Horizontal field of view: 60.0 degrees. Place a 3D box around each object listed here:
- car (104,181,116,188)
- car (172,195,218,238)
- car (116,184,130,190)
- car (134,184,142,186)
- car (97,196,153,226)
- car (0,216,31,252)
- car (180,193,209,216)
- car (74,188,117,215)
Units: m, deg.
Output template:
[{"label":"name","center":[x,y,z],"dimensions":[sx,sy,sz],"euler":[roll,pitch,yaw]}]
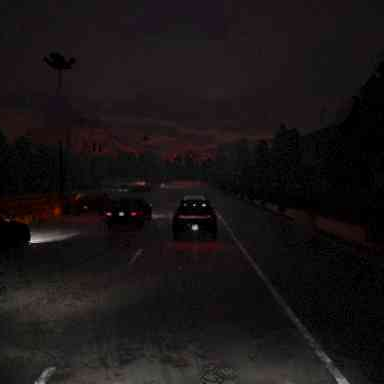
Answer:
[{"label":"car","center":[-20.612,-1.687,84.295],"dimensions":[2.150,2.045,5.566],"euler":[0,2,0]},{"label":"car","center":[0.121,1.080,15.112],"dimensions":[2.128,1.511,4.902],"euler":[0,2,0]},{"label":"car","center":[-17.112,-1.315,84.260],"dimensions":[1.895,1.301,4.718],"euler":[0,2,0]},{"label":"car","center":[-13.612,-1.385,84.268],"dimensions":[2.128,1.511,4.902],"euler":[0,2,0]},{"label":"car","center":[-3.366,1.016,18.420],"dimensions":[2.033,1.411,5.357],"euler":[0,2,0]},{"label":"car","center":[-6.894,1.320,10.470],"dimensions":[1.994,1.385,4.181],"euler":[0,2,0]},{"label":"car","center":[0.165,0.852,24.446],"dimensions":[1.895,1.301,4.718],"euler":[0,2,0]},{"label":"car","center":[-6.852,0.750,23.842],"dimensions":[1.882,1.535,5.008],"euler":[0,2,0]}]
